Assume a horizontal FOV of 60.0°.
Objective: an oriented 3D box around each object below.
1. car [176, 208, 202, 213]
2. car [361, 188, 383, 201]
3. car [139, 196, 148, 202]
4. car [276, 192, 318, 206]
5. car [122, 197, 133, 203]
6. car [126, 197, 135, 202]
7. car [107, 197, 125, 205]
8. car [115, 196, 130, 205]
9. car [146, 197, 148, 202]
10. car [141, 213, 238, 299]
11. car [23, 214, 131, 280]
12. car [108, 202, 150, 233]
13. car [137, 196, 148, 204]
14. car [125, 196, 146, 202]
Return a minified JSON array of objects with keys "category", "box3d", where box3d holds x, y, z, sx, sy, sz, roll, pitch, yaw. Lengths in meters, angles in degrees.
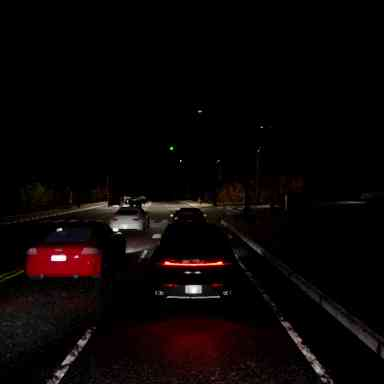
[{"category":"car","box3d":[-0.182,1.561,18.036,2.033,1.411,5.357,0,0,-2]},{"category":"car","box3d":[22.137,0.286,38.759,4.674,1.442,1.812,-3,0,-3]},{"category":"car","box3d":[-11.786,1.732,81.177,2.128,1.511,4.902,0,0,-7]},{"category":"car","box3d":[12.067,0.745,38.303,4.674,1.442,1.812,-3,0,-2]},{"category":"car","box3d":[-13.893,1.714,71.692,1.994,1.385,4.181,0,0,-7]},{"category":"car","box3d":[-15.161,1.807,81.937,1.895,1.301,4.718,0,0,-7]},{"category":"car","box3d":[-12.121,1.616,52.876,1.812,1.442,4.674,0,0,-5]},{"category":"car","box3d":[-12.921,1.615,61.965,2.128,1.511,4.902,0,0,-5]},{"category":"car","box3d":[-9.581,1.684,61.064,1.994,1.385,4.181,0,0,-5]},{"category":"car","box3d":[0.014,1.509,8.428,1.837,1.490,4.892,0,0,0]},{"category":"car","box3d":[-3.259,1.570,10.032,1.994,1.385,4.181,0,0,-1]},{"category":"car","box3d":[-3.488,1.540,19.059,1.812,1.442,4.674,0,0,-3]},{"category":"car","box3d":[-10.548,1.684,71.037,2.128,1.511,4.902,0,0,-6]},{"category":"car","box3d":[-8.805,1.579,52.211,2.128,1.511,4.902,0,0,-5]}]
